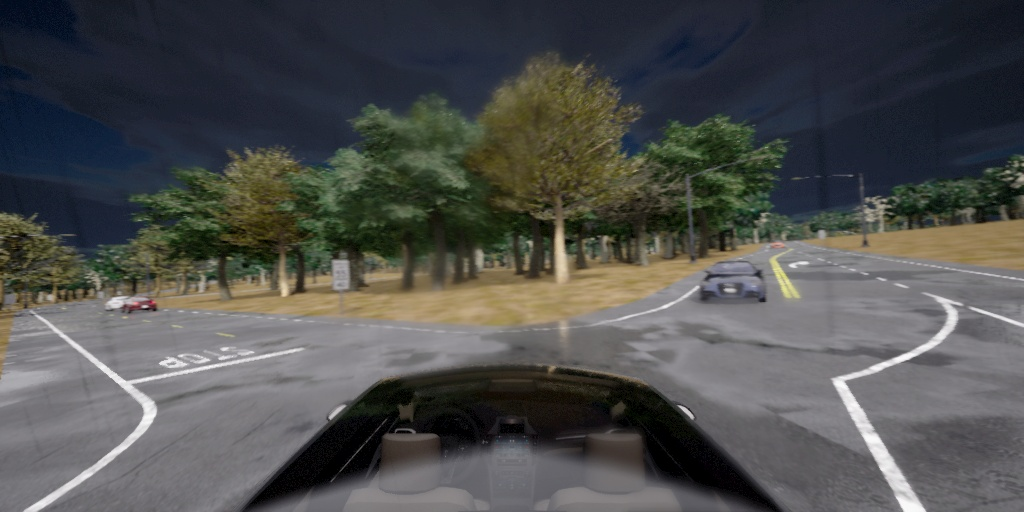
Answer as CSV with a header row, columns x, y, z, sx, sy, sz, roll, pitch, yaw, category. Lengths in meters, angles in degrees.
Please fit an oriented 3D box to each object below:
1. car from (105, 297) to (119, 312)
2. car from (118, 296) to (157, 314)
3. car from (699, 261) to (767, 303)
x,y,z,sx,sy,sz,roll,pitch,yaw,category
-41.989,5.137,38.516,4.674,1.442,1.812,-5,-3,36,car
-33.958,4.418,32.691,4.674,1.442,1.812,-5,-3,36,car
8.458,0.892,13.682,1.994,1.385,4.181,-4,0,35,car
